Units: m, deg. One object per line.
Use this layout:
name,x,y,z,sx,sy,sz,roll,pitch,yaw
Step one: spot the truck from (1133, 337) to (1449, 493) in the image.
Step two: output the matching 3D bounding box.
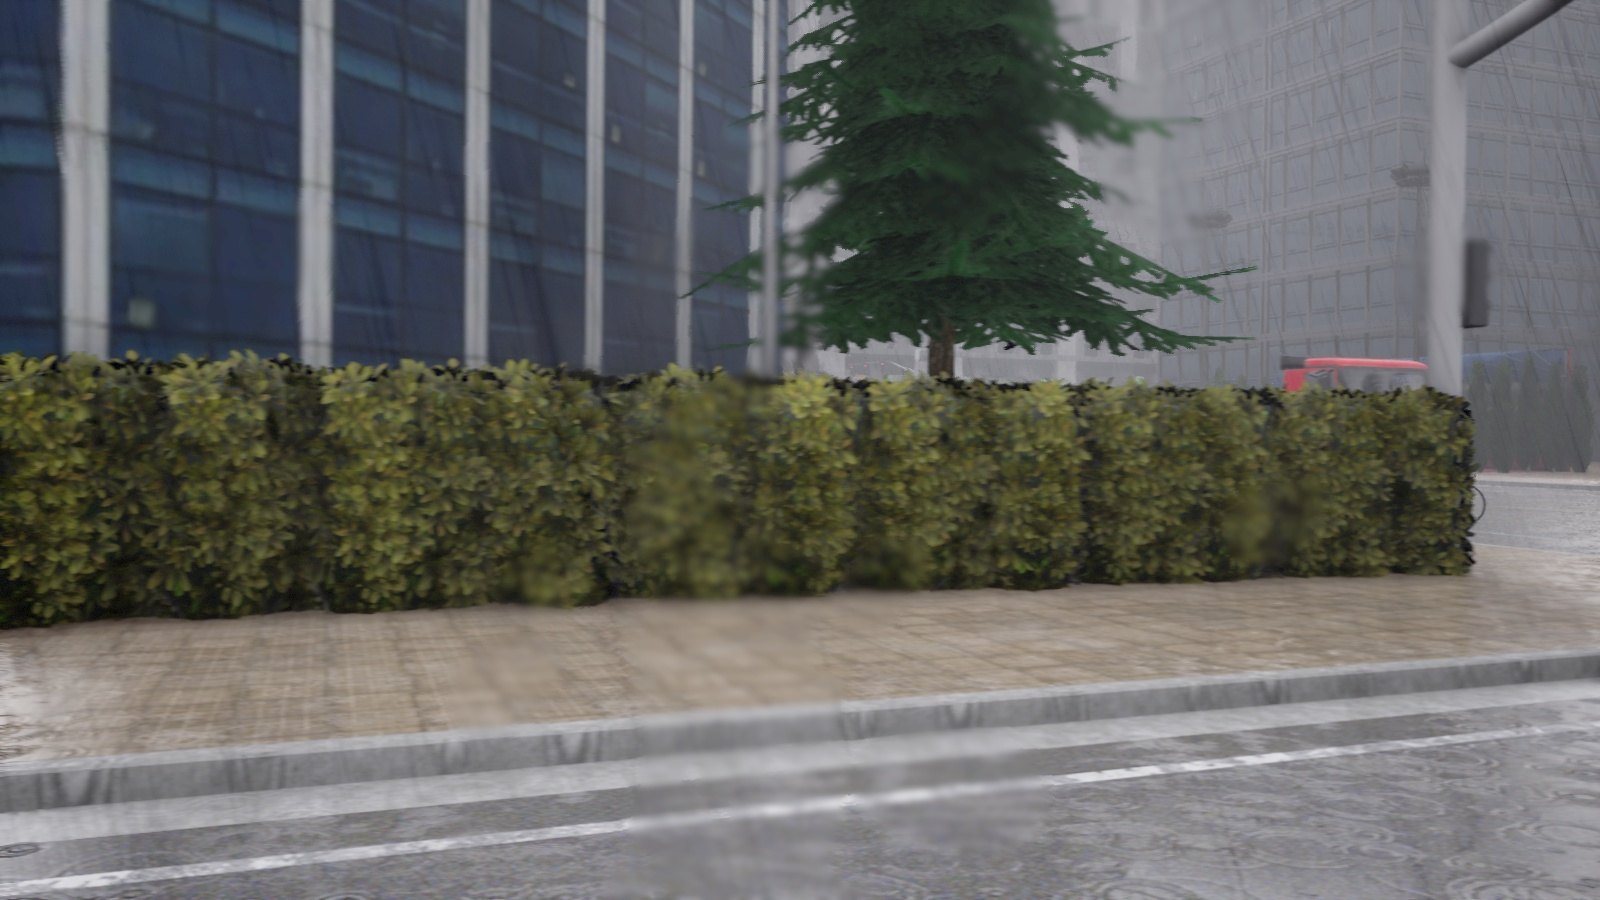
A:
truck,12.139,-0.837,32.060,2.891,3.462,7.936,-1,1,-21
